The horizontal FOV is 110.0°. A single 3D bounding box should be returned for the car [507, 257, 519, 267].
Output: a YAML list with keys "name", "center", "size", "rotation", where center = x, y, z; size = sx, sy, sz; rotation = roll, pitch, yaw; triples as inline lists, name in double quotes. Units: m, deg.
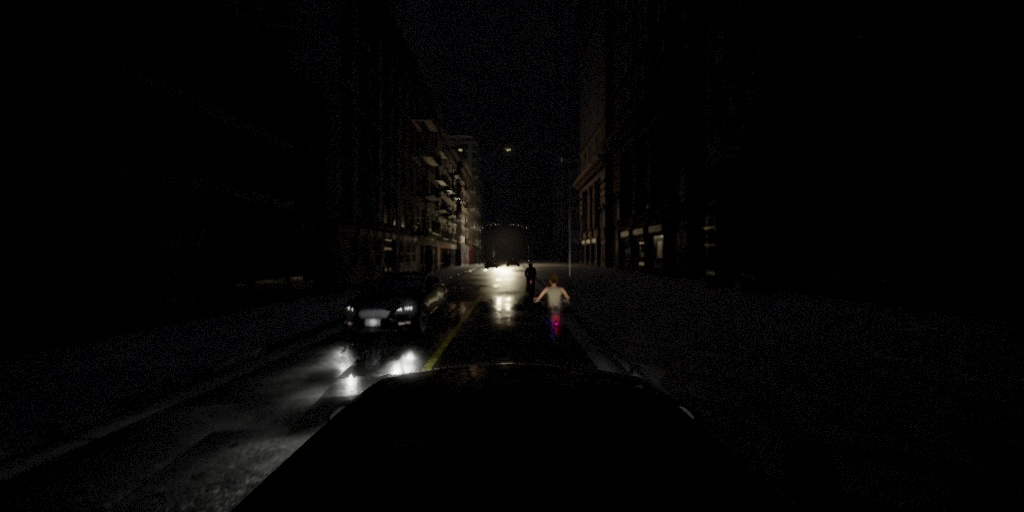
- name: "car"
  center: [0.185, 0.910, 62.804]
  size: [2.097, 1.767, 4.553]
  rotation: [0, 0, 0]

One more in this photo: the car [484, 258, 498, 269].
- name: "car"
  center: [-3.013, 1.053, 52.643]
  size: [1.882, 1.535, 5.008]
  rotation: [0, 0, 0]

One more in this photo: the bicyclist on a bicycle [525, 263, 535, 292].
- name: "bicyclist on a bicycle"
  center: [0.845, 1.144, 16.073]
  size: [0.582, 1.620, 1.656]
  rotation: [0, 0, 0]

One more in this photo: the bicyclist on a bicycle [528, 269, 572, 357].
- name: "bicyclist on a bicycle"
  center: [0.861, 1.163, 7.527]
  size: [0.866, 1.612, 1.509]
  rotation: [0, 0, 0]

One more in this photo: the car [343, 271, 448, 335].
- name: "car"
  center: [-3.090, 1.206, 10.417]
  size: [2.128, 1.511, 4.902]
  rotation: [0, 0, 0]
